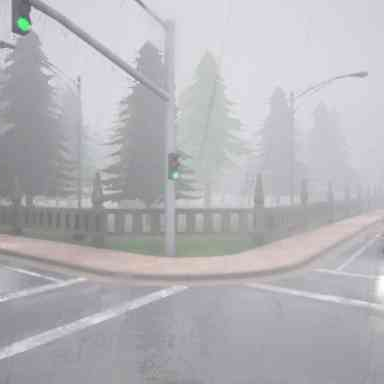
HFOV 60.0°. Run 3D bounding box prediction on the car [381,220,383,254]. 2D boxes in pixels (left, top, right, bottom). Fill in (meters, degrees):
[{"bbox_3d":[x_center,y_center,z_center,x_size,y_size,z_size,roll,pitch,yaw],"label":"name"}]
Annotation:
[{"bbox_3d":[8.639,1.478,12.969,1.882,1.535,5.008,0,0,36],"label":"car"}]
